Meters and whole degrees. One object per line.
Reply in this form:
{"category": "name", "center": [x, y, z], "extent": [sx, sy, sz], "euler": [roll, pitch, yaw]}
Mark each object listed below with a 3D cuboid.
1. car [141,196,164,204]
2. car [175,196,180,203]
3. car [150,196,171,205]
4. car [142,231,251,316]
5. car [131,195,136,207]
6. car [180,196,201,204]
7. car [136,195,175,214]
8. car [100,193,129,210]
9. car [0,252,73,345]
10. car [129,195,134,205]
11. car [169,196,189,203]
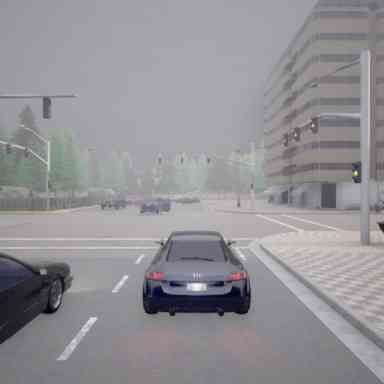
{"category": "car", "center": [-7.384, 1.536, 63.245], "extent": [2.033, 1.411, 5.357], "euler": [0, 0, 21]}
{"category": "car", "center": [-1.718, 1.551, 67.205], "extent": [1.994, 1.385, 4.181], "euler": [0, 0, 28]}
{"category": "car", "center": [-5.398, 1.467, 57.911], "extent": [1.882, 1.535, 5.008], "euler": [0, 0, 15]}
{"category": "car", "center": [0.088, 1.563, 7.589], "extent": [1.994, 1.385, 4.181], "euler": [0, 0, 0]}
{"category": "car", "center": [-6.859, 1.539, 48.040], "extent": [2.033, 1.411, 5.357], "euler": [0, 0, 2]}
{"category": "car", "center": [0.091, 1.514, 62.536], "extent": [1.812, 1.442, 4.674], "euler": [0, 0, 23]}
{"category": "car", "center": [-3.847, 1.357, 35.790], "extent": [2.097, 1.767, 4.553], "euler": [0, 1, 16]}
{"category": "car", "center": [-10.433, 1.213, 44.380], "extent": [2.150, 2.045, 5.566], "euler": [0, 0, 2]}
{"category": "car", "center": [-3.429, 1.547, 4.554], "extent": [2.033, 1.411, 5.357], "euler": [0, 0, 0]}
{"category": "car", "center": [-9.617, 1.342, 53.814], "extent": [2.097, 1.767, 4.553], "euler": [0, 0, 8]}
{"category": "car", "center": [-2.769, 1.511, 72.384], "extent": [1.812, 1.442, 4.674], "euler": [0, 0, 34]}
